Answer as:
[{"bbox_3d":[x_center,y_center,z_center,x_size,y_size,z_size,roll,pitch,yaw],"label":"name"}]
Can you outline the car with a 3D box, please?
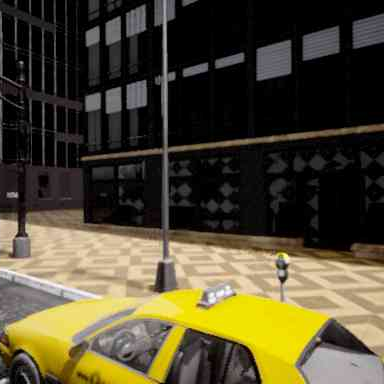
[{"bbox_3d":[-0.008,1.513,3.064,4.829,1.417,1.752,1,-1,36],"label":"car"}]
